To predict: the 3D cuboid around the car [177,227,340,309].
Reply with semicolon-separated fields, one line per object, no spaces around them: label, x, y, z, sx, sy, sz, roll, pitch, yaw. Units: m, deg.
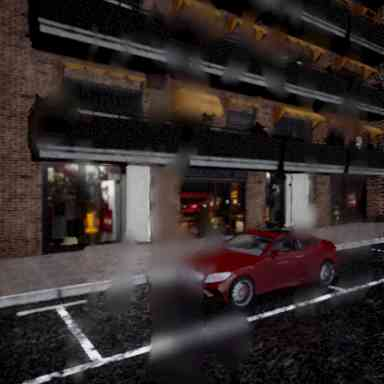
car;1.660;1.503;7.573;4.206;1.307;1.802;0;1;-33
